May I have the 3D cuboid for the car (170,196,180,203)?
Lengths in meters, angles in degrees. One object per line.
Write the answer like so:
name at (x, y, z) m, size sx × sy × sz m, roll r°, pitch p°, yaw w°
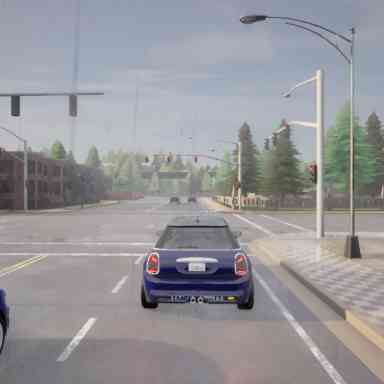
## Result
car at (-3.495, 1.505, 68.307) m, size 1.837 × 1.490 × 4.892 m, roll 0°, pitch 0°, yaw 0°

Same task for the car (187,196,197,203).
car at (0.005, 1.505, 68.306) m, size 1.837 × 1.490 × 4.892 m, roll 0°, pitch 0°, yaw 0°

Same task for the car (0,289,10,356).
car at (-3.442, 1.478, 2.563) m, size 1.882 × 1.535 × 5.008 m, roll 0°, pitch 0°, yaw 0°

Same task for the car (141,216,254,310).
car at (0.155, 1.352, 8.018) m, size 2.097 × 1.767 × 4.553 m, roll 0°, pitch 0°, yaw 2°
